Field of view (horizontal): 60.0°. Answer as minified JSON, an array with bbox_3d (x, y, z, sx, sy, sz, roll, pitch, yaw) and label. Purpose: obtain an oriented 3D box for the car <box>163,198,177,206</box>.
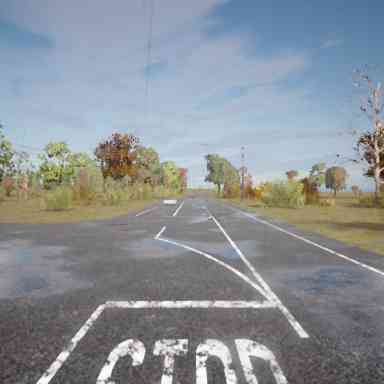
[{"bbox_3d":[-3.465,1.528,52.764,1.895,1.301,4.718,0,0,0],"label":"car"}]
